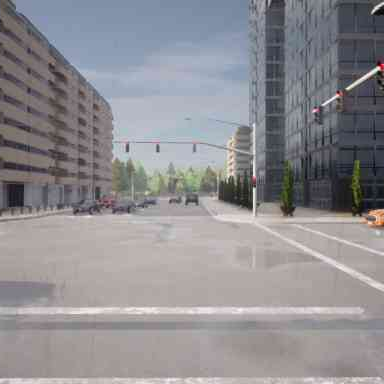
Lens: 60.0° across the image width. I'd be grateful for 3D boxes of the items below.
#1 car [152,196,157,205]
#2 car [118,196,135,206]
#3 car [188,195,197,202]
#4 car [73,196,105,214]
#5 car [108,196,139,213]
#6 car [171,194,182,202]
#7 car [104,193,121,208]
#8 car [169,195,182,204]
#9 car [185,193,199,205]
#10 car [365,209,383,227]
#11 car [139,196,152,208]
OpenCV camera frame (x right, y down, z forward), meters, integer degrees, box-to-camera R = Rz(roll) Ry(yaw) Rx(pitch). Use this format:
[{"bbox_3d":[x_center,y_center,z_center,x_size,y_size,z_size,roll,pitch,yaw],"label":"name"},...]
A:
[{"bbox_3d":[-7.184,1.478,57.211,1.882,1.535,5.008,0,0,1],"label":"car"},{"bbox_3d":[-10.723,1.478,54.774,1.882,1.535,5.008,0,0,1],"label":"car"},{"bbox_3d":[0.112,1.500,74.656,1.837,1.490,4.892,0,0,1],"label":"car"},{"bbox_3d":[-10.900,1.505,34.803,1.837,1.490,4.892,0,0,0],"label":"car"},{"bbox_3d":[-7.402,1.505,36.424,1.837,1.490,4.892,0,0,0],"label":"car"},{"bbox_3d":[-3.396,1.355,74.380,2.097,1.767,4.553,0,0,1],"label":"car"},{"bbox_3d":[-10.861,1.221,44.651,2.150,2.045,5.566,0,0,0],"label":"car"},{"bbox_3d":[-3.420,1.526,64.362,1.812,1.442,4.674,0,0,1],"label":"car"},{"bbox_3d":[0.019,1.219,59.492,2.150,2.045,5.566,0,0,1],"label":"car"},{"bbox_3d":[13.583,1.407,21.217,4.553,1.767,2.097,0,0,0],"label":"car"},{"bbox_3d":[-7.323,1.492,46.788,2.128,1.511,4.902,0,0,1],"label":"car"}]
